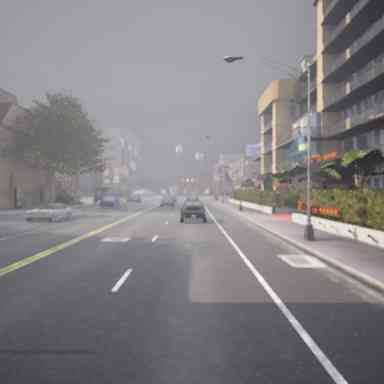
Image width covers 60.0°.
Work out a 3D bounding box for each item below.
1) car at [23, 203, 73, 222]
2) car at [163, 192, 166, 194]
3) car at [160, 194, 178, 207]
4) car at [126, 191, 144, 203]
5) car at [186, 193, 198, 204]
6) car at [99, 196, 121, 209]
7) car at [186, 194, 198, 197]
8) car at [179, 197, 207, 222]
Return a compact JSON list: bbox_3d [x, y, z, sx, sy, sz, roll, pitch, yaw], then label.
[{"bbox_3d":[-10.605,1.502,24.859,1.895,1.301,4.718,0,0,0],"label":"car"},{"bbox_3d":[-3.512,1.275,58.022,1.837,1.490,4.892,0,0,0],"label":"car"},{"bbox_3d":[-3.409,1.363,46.531,2.033,1.411,5.357,0,0,0],"label":"car"},{"bbox_3d":[-10.547,1.113,60.581,2.097,1.767,4.553,0,0,1],"label":"car"},{"bbox_3d":[-0.012,1.121,58.166,2.097,1.767,4.553,0,0,0],"label":"car"},{"bbox_3d":[-10.596,1.306,43.200,1.882,1.535,5.008,0,0,0],"label":"car"},{"bbox_3d":[0.081,1.163,47.604,2.097,1.767,4.553,0,0,0],"label":"car"},{"bbox_3d":[0.095,1.404,25.375,1.837,1.490,4.892,0,0,0],"label":"car"}]
